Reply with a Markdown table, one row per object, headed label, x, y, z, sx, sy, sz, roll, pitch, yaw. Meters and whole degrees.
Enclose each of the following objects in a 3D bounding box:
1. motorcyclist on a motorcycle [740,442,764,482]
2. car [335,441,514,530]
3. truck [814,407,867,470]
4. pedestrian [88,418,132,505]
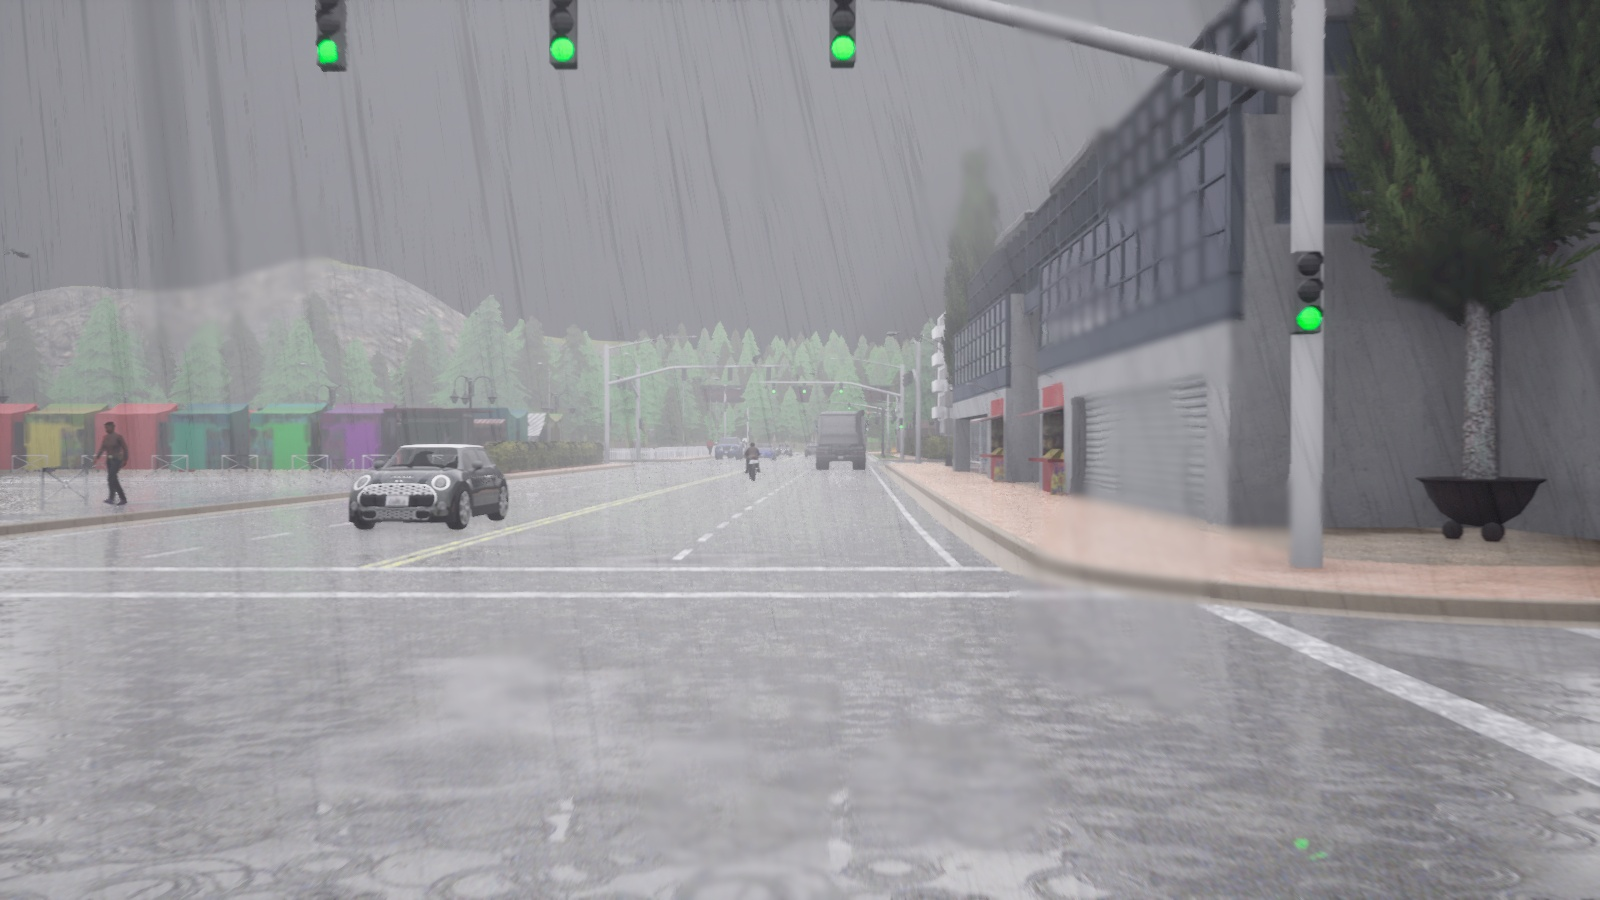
| label | x | y | z | sx | sy | sz | roll | pitch | yaw |
| --- | --- | --- | --- | --- | --- | --- | --- | --- | --- |
| motorcyclist on a motorcycle | -1.886 | 0.449 | 49.328 | 0.797 | 1.523 | 2.044 | 1 | 0 | -6 |
| car | -6.651 | 0.578 | 22.711 | 1.970 | 1.475 | 3.806 | 0 | 0 | 2 |
| truck | 2.395 | -0.644 | 72.654 | 2.891 | 3.462 | 7.936 | 0 | 0 | 2 |
| pedestrian | -14.624 | 0.243 | 26.628 | 0.328 | 1.805 | 0.869 | 0 | 0 | 14 |
